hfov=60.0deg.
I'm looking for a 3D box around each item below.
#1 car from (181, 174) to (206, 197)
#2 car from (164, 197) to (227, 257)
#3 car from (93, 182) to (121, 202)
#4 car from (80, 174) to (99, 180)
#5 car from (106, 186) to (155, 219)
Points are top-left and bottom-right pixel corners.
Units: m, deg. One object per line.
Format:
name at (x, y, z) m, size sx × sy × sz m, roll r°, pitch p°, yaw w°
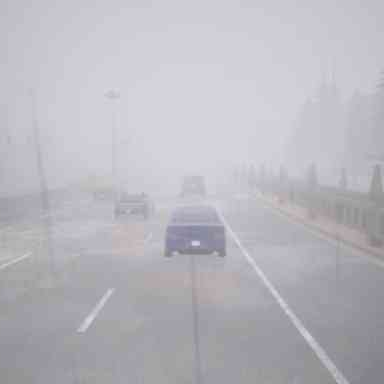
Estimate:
car at (0.131, -0.680, 31.268) m, size 2.150 × 2.045 × 5.566 m, roll 0°, pitch 6°, yaw 0°
car at (0.105, 1.183, 11.818) m, size 1.882 × 1.535 × 5.008 m, roll 0°, pitch 3°, yaw 0°
car at (-6.881, -0.099, 28.154) m, size 1.882 × 1.535 × 5.008 m, roll 0°, pitch 6°, yaw 0°
car at (-13.891, -1.744, 46.009) m, size 1.895 × 1.301 × 4.718 m, roll 0°, pitch 6°, yaw 0°
car at (-3.391, 0.663, 20.201) m, size 2.128 × 1.511 × 4.902 m, roll 0°, pitch 5°, yaw 0°
